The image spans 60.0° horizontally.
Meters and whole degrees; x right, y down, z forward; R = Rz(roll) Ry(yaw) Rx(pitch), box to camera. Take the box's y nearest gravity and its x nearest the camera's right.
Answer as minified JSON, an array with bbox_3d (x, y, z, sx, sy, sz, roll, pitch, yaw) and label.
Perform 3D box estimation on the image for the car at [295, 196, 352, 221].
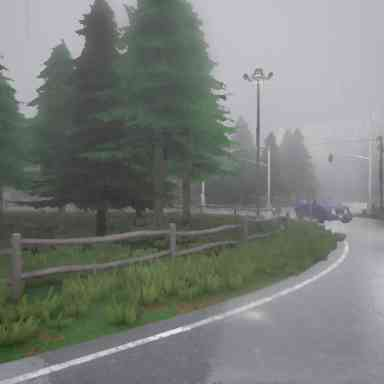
[{"bbox_3d":[9.820,1.323,25.387,2.150,2.045,5.566,0,0,-6],"label":"car"}]
